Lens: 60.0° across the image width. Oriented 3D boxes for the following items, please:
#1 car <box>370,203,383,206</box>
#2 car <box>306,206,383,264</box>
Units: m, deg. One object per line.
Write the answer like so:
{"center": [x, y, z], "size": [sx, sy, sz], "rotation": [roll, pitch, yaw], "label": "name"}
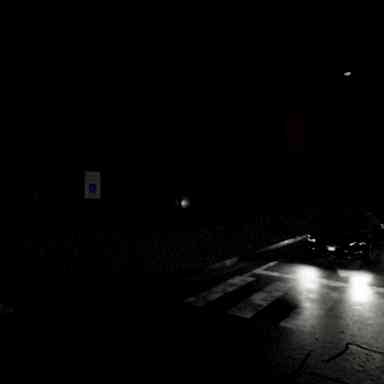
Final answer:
{"center": [11.237, 1.368, 19.482], "size": [1.882, 1.535, 5.008], "rotation": [0, 0, 37], "label": "car"}
{"center": [5.607, 1.439, 11.907], "size": [1.837, 1.490, 4.892], "rotation": [0, 0, 36], "label": "car"}
